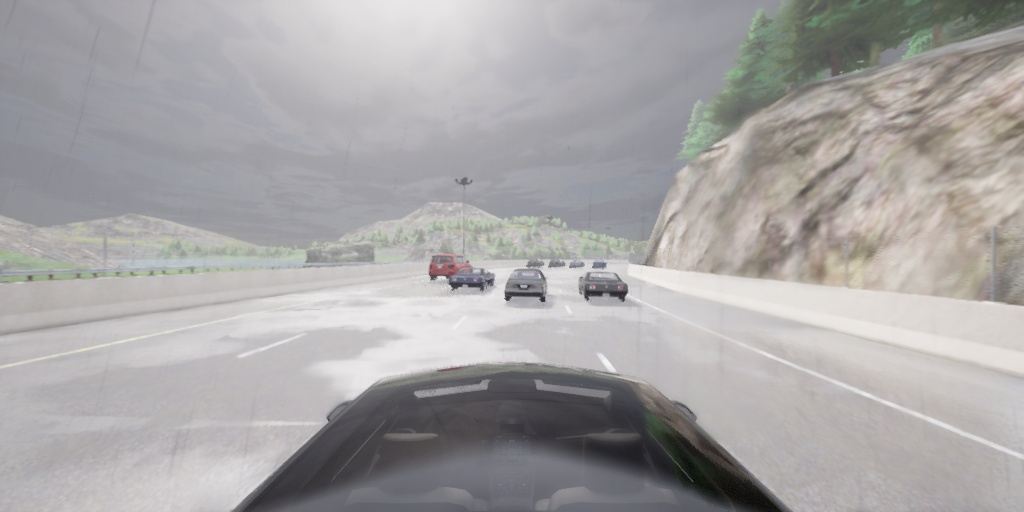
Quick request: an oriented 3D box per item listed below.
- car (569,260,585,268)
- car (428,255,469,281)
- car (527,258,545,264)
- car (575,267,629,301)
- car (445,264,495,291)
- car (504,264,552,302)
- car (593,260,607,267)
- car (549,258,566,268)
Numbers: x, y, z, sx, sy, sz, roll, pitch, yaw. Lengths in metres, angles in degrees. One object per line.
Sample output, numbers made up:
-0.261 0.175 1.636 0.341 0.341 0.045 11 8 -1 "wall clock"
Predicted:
11.420 1.422 62.692 2.033 1.411 5.357 1 0 23 "car"
-4.820 0.922 28.765 2.150 2.045 5.566 0 0 10 "car"
4.264 1.151 63.180 2.097 1.767 4.553 1 0 21 "car"
4.340 1.398 17.745 1.895 1.301 4.718 1 0 6 "car"
-2.248 1.328 21.533 1.895 1.301 4.718 1 0 7 "car"
0.763 1.306 17.300 2.033 1.411 5.357 1 0 6 "car"
15.213 1.392 62.065 1.882 1.535 5.008 0 0 22 "car"
7.999 1.190 62.972 2.097 1.767 4.553 1 0 22 "car"
